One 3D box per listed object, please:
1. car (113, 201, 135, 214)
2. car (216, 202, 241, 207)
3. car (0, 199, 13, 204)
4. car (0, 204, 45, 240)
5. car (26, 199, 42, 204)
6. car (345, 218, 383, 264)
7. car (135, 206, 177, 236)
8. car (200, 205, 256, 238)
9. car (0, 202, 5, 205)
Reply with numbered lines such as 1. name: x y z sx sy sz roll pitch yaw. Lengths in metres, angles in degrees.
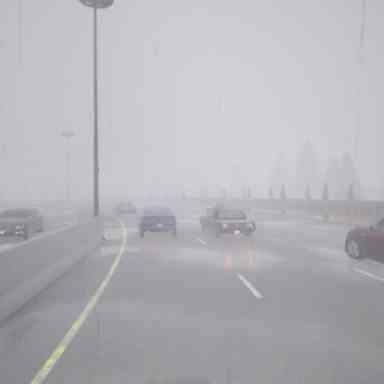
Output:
1. car: -7.476 1.682 36.563 1.994 1.385 4.181 0 0 -22
2. car: 2.875 1.571 28.267 2.033 1.411 5.357 0 0 -16
3. car: -31.904 1.973 56.631 2.033 1.411 5.357 -1 0 -40
4. car: -9.101 1.582 17.456 1.837 1.490 4.892 0 0 -12
5. car: -26.072 1.881 54.857 1.812 1.442 4.674 0 0 -37
6. car: 6.399 1.330 9.536 2.097 1.767 4.553 0 0 -5
7. car: -2.055 1.515 18.860 1.882 1.535 5.008 0 0 -11
8. car: 1.725 1.615 17.891 1.895 1.301 4.718 0 0 -11
9. car: -13.294 1.616 20.204 1.837 1.490 4.892 0 0 -15
